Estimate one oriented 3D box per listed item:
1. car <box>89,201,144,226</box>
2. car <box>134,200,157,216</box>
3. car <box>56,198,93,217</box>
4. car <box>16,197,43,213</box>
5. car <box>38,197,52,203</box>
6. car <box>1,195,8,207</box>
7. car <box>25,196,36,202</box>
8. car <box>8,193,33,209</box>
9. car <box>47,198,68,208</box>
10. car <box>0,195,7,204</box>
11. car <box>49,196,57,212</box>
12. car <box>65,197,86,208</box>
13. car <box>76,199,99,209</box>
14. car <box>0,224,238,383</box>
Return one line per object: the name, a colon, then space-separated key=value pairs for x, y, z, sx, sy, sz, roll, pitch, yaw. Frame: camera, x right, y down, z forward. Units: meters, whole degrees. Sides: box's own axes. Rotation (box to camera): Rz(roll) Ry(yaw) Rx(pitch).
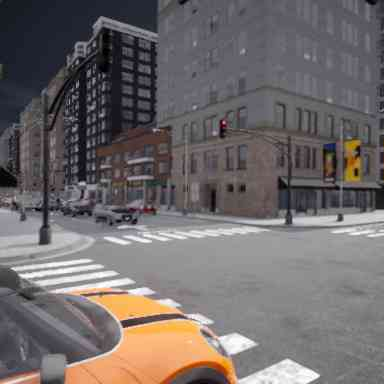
car: x=-5.449 y=1.577 z=23.713 sx=1.994 sy=1.385 sz=4.181 roll=1 pitch=0 yaw=-36
car: x=-5.151 y=1.488 z=32.817 sx=1.967 sy=1.590 sz=4.097 roll=1 pitch=0 yaw=-35
car: x=-10.829 y=1.553 z=31.343 sx=2.033 sy=1.411 sz=5.357 roll=1 pitch=0 yaw=-35
car: x=-17.998 y=1.548 z=37.110 sx=1.947 sy=1.339 sz=4.313 roll=1 pitch=0 yaw=-35
car: x=-30.292 y=1.624 z=68.474 sx=1.947 sy=1.339 sz=4.313 roll=0 pitch=0 yaw=-35
car: x=-27.328 y=1.511 z=50.343 sx=1.752 sy=1.417 sz=4.829 roll=0 pitch=0 yaw=-35
car: x=-39.817 y=1.594 z=81.986 sx=1.752 sy=1.417 sz=4.829 roll=1 pitch=0 yaw=-35
car: x=-21.138 y=1.297 z=41.568 sx=2.192 sy=1.841 sz=5.009 roll=1 pitch=0 yaw=-35
car: x=-20.293 y=1.626 z=49.891 sx=1.895 sy=1.301 sz=4.718 roll=1 pitch=0 yaw=-35
car: x=-36.853 y=1.438 z=63.856 sx=1.967 sy=1.590 sz=4.097 roll=0 pitch=0 yaw=-35
car: x=-16.504 y=1.506 z=39.416 sx=1.837 sy=1.490 sz=4.892 roll=1 pitch=0 yaw=-35
car: x=-17.820 y=1.569 z=50.784 sx=1.752 sy=1.417 sz=4.829 roll=0 pitch=0 yaw=-35
car: x=-14.580 y=1.625 z=46.188 sx=1.802 sy=1.307 sz=4.206 roll=1 pitch=0 yaw=-35
car: x=-1.756 y=1.352 z=2.439 sx=4.553 sy=1.767 sz=2.097 roll=0 pitch=0 yaw=-38
